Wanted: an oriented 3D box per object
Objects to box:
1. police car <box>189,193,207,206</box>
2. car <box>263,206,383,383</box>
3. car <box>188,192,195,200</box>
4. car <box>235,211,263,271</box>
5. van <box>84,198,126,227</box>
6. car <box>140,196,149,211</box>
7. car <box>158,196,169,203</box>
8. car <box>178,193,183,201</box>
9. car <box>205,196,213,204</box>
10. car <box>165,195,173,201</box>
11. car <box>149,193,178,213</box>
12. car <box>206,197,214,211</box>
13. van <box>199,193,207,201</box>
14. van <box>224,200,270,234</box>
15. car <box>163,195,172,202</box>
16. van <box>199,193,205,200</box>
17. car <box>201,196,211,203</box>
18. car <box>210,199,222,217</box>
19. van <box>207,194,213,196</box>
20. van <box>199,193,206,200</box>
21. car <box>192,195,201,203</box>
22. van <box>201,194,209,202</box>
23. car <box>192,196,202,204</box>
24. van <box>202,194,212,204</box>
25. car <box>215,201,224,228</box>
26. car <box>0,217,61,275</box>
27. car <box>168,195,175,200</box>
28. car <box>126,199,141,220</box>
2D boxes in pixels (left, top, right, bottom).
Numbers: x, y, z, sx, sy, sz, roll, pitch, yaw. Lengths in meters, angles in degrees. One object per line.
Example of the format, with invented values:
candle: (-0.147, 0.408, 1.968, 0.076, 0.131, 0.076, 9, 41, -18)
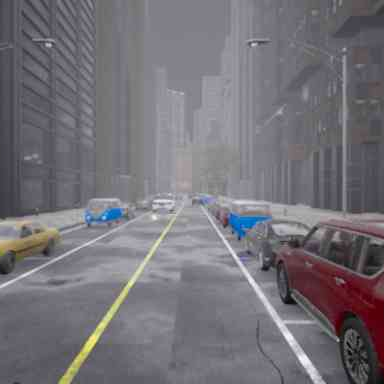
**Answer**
police car: (0.903, 1.373, 54.177, 1.930, 1.638, 5.238, 0, 0, 0)
car: (2.763, 1.309, 5.065, 2.192, 1.841, 5.009, 0, 0, 0)
car: (0.005, 1.063, 89.396, 2.150, 2.045, 5.566, 0, 0, 0)
car: (2.763, 1.539, 10.684, 2.008, 1.369, 4.403, 0, 0, 0)
van: (-5.761, 1.317, 21.909, 1.690, 1.788, 3.998, 0, 0, 0)
car: (-5.761, 1.509, 38.766, 2.008, 1.369, 4.403, 0, 0, 0)
car: (-5.760, 1.467, 66.689, 1.752, 1.417, 4.829, 0, 0, 0)
car: (-2.996, 1.255, 77.714, 1.837, 1.490, 4.892, 0, 0, 0)
car: (2.764, 1.484, 38.946, 1.752, 1.417, 4.829, 0, 0, 0)
car: (-5.759, 1.503, 83.716, 1.947, 1.339, 4.313, 0, 0, 0)
car: (-3.094, 1.179, 36.876, 2.150, 2.045, 5.566, 0, 0, 0)
car: (2.764, 1.514, 33.151, 2.008, 1.369, 4.403, 0, 0, 0)
van: (2.766, 1.277, 83.722, 1.690, 1.788, 3.998, 0, 0, 0)
van: (2.763, 1.323, 16.302, 1.690, 1.788, 3.998, 0, 0, 0)
car: (-5.759, 1.504, 78.097, 1.947, 1.339, 4.313, 0, 0, 0)
van: (2.766, 1.276, 94.959, 1.690, 1.788, 3.998, 0, 0, 0)
car: (2.765, 1.486, 66.867, 1.887, 1.381, 4.507, 0, 0, 0)
car: (2.764, 1.514, 27.539, 1.887, 1.381, 4.507, 0, 0, 0)
van: (2.765, 1.288, 55.630, 1.690, 1.788, 3.998, 0, 0, 0)
van: (2.766, 1.276, 89.341, 1.690, 1.788, 3.998, 0, 0, 0)
car: (0.904, 1.466, 70.066, 1.812, 1.442, 4.674, 0, 0, 0)
van: (2.765, 1.281, 72.486, 1.690, 1.788, 3.998, 0, 0, 0)
car: (0.903, 1.448, 64.067, 1.837, 1.490, 4.892, 0, 0, 0)
van: (2.765, 1.285, 61.249, 1.690, 1.788, 3.998, 0, 0, 0)
car: (2.764, 1.520, 21.921, 1.887, 1.381, 4.507, 0, 0, 0)
car: (-5.762, 1.514, 10.502, 1.752, 1.417, 4.829, 0, 0, 0)
car: (-5.759, 1.460, 94.783, 1.752, 1.417, 4.829, 0, 0, 0)
car: (-5.761, 1.520, 27.528, 2.008, 1.369, 4.403, 0, 0, 0)
